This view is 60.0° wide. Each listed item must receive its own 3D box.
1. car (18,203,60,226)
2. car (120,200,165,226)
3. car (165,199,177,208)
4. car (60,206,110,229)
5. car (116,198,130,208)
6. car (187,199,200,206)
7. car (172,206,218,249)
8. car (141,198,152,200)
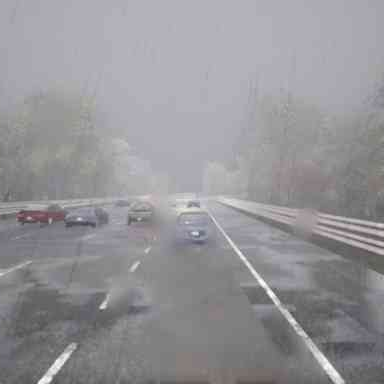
[{"bbox_3d":[-10.353,1.527,23.652,1.882,1.535,5.008,0,0,0],"label":"car"},{"bbox_3d":[-3.353,1.543,23.694,2.128,1.511,4.902,0,0,0],"label":"car"},{"bbox_3d":[-3.260,1.715,51.041,1.895,1.301,4.718,0,0,0],"label":"car"},{"bbox_3d":[-6.857,1.612,22.287,1.994,1.385,4.181,0,0,0],"label":"car"},{"bbox_3d":[-10.261,1.618,50.801,1.837,1.490,4.892,0,0,0],"label":"car"},{"bbox_3d":[0.240,1.715,51.092,1.895,1.301,4.718,0,0,0],"label":"car"},{"bbox_3d":[0.116,1.579,14.736,2.033,1.411,5.357,0,0,0],"label":"car"},{"bbox_3d":[-6.764,1.588,49.855,1.882,1.535,5.008,0,0,0],"label":"car"}]
